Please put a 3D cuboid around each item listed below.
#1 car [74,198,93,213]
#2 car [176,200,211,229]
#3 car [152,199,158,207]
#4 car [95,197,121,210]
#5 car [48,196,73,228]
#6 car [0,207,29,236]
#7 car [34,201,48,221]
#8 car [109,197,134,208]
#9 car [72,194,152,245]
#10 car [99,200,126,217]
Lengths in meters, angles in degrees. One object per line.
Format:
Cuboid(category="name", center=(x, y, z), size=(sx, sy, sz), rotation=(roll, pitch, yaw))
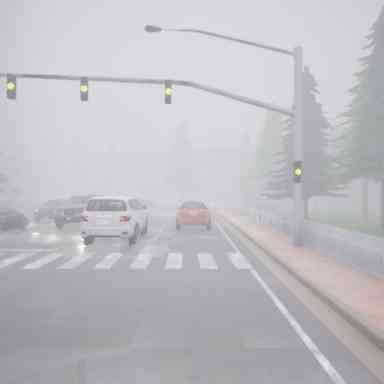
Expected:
Cuboid(category="car", center=(-11.911, 1.456, 36.706), size=(1.837, 1.490, 4.892), rotation=(0, 0, -17))
Cuboid(category="car", center=(0.091, 1.352, 21.578), size=(2.097, 1.767, 4.553), rotation=(0, 0, 0))
Cuboid(category="car", center=(-7.384, 1.522, 51.068), size=(2.033, 1.411, 5.357), rotation=(0, 0, -39))
Cuboid(category="car", center=(-11.124, 1.449, 43.677), size=(2.128, 1.511, 4.902), rotation=(0, 0, -29))
Cuboid(category="car", center=(-7.074, 1.190, 21.960), size=(2.150, 2.045, 5.566), rotation=(0, 0, 1))
Cuboid(category="car", center=(-10.592, 1.517, 17.867), size=(1.994, 1.385, 4.181), rotation=(0, 0, 0))
Cuboid(category="car", center=(-10.700, 1.306, 26.415), size=(2.097, 1.767, 4.553), rotation=(0, 0, -2))
Cuboid(category="car", center=(-10.588, 1.524, 49.543), size=(1.994, 1.385, 4.181), rotation=(0, 0, -39))
Cuboid(category="car", center=(-3.405, 1.205, 15.497), size=(2.150, 2.045, 5.566), rotation=(0, 0, 0))
Cuboid(category="car", center=(-7.451, 1.495, 31.706), size=(1.812, 1.442, 4.674), rotation=(0, 0, -5))
